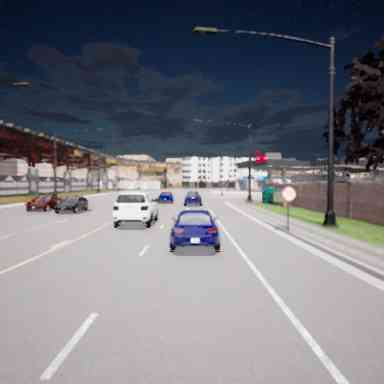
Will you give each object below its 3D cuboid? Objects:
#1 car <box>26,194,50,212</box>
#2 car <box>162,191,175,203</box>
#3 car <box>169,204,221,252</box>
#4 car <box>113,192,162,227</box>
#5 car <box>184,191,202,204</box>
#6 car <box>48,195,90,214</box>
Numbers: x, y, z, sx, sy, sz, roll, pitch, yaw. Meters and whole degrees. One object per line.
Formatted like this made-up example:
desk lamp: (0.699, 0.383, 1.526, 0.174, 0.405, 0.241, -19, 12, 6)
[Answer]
car: (-13.984, 1.029, 31.807, 1.882, 1.535, 5.008, 0, 2, 0)
car: (-3.375, 0.646, 44.294, 1.882, 1.535, 5.008, 0, 2, 0)
car: (0.107, 1.412, 13.292, 1.812, 1.442, 4.674, 0, 1, 0)
car: (-3.390, 0.990, 20.768, 2.150, 2.045, 5.566, 0, 1, 0)
car: (0.119, 0.640, 40.052, 2.097, 1.767, 4.553, 0, 2, 0)
car: (-10.507, 1.087, 29.366, 1.837, 1.490, 4.892, 0, 1, 0)
